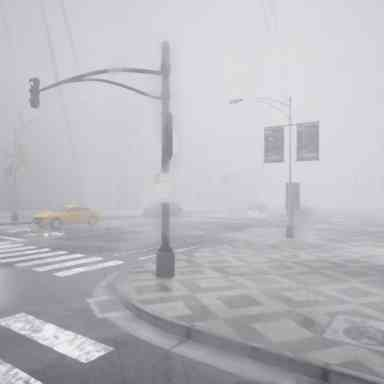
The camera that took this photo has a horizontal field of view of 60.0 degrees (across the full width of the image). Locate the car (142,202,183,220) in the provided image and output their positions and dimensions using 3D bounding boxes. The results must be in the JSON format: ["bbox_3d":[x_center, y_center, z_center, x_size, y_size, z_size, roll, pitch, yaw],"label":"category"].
[{"bbox_3d":[-2.842,1.733,32.664,2.097,1.767,4.553,0,-1,35],"label":"car"}]

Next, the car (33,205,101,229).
[{"bbox_3d":[-8.924,1.703,24.080,1.882,1.535,5.008,0,-1,34],"label":"car"}]

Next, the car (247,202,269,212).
[{"bbox_3d":[10.103,2.271,50.847,1.994,1.385,4.181,0,-1,36],"label":"car"}]

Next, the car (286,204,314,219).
[{"bbox_3d":[11.785,2.050,36.129,2.128,1.511,4.902,0,-1,35],"label":"car"}]
